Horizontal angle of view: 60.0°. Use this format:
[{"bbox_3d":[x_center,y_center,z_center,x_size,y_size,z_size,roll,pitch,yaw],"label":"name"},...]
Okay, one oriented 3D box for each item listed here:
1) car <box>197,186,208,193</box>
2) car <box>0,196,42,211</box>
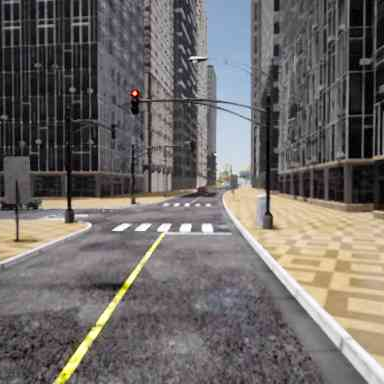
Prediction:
[{"bbox_3d":[2.200,-0.549,70.699,1.882,1.535,5.008,0,2,8],"label":"car"},{"bbox_3d":[-16.317,0.989,31.225,4.403,1.369,2.008,-1,2,10],"label":"car"}]
